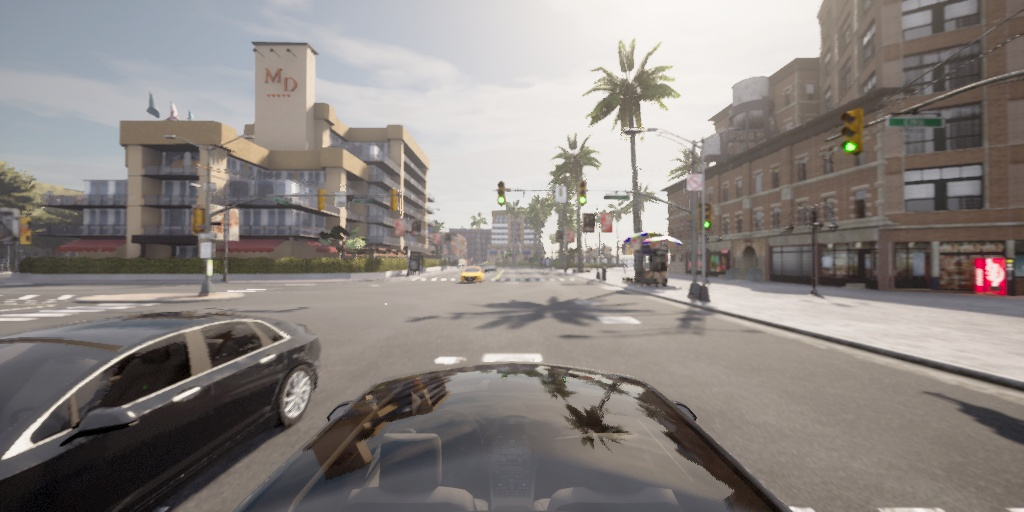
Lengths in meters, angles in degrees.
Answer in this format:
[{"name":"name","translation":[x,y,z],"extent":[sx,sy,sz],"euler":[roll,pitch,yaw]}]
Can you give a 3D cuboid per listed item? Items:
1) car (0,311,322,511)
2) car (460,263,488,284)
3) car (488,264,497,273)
[{"name":"car","translation":[-3.500,1.330,2.953],"extent":[1.837,1.490,4.892],"euler":[0,0,0]},{"name":"car","translation":[-3.495,1.683,32.361],"extent":[1.882,1.535,5.008],"euler":[0,-1,0]},{"name":"car","translation":[-3.492,2.066,60.605],"extent":[2.033,1.411,5.357],"euler":[0,-1,0]}]
